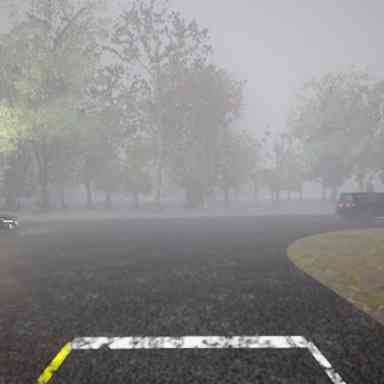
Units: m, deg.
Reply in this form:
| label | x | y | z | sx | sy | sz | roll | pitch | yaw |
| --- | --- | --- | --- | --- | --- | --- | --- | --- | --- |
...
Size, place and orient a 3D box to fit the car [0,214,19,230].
| label | x | y | z | sx | sy | sz | roll | pitch | yaw |
| --- | --- | --- | --- | --- | --- | --- | --- | --- | --- |
| car | -12.608 | 1.585 | 19.039 | 4.892 | 1.490 | 1.837 | -1 | 1 | -10 |

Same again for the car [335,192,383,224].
| label | x | y | z | sx | sy | sz | roll | pitch | yaw |
| --- | --- | --- | --- | --- | --- | --- | --- | --- | --- |
| car | 12.737 | 1.016 | 22.969 | 5.566 | 2.045 | 2.150 | -1 | 1 | -8 |
